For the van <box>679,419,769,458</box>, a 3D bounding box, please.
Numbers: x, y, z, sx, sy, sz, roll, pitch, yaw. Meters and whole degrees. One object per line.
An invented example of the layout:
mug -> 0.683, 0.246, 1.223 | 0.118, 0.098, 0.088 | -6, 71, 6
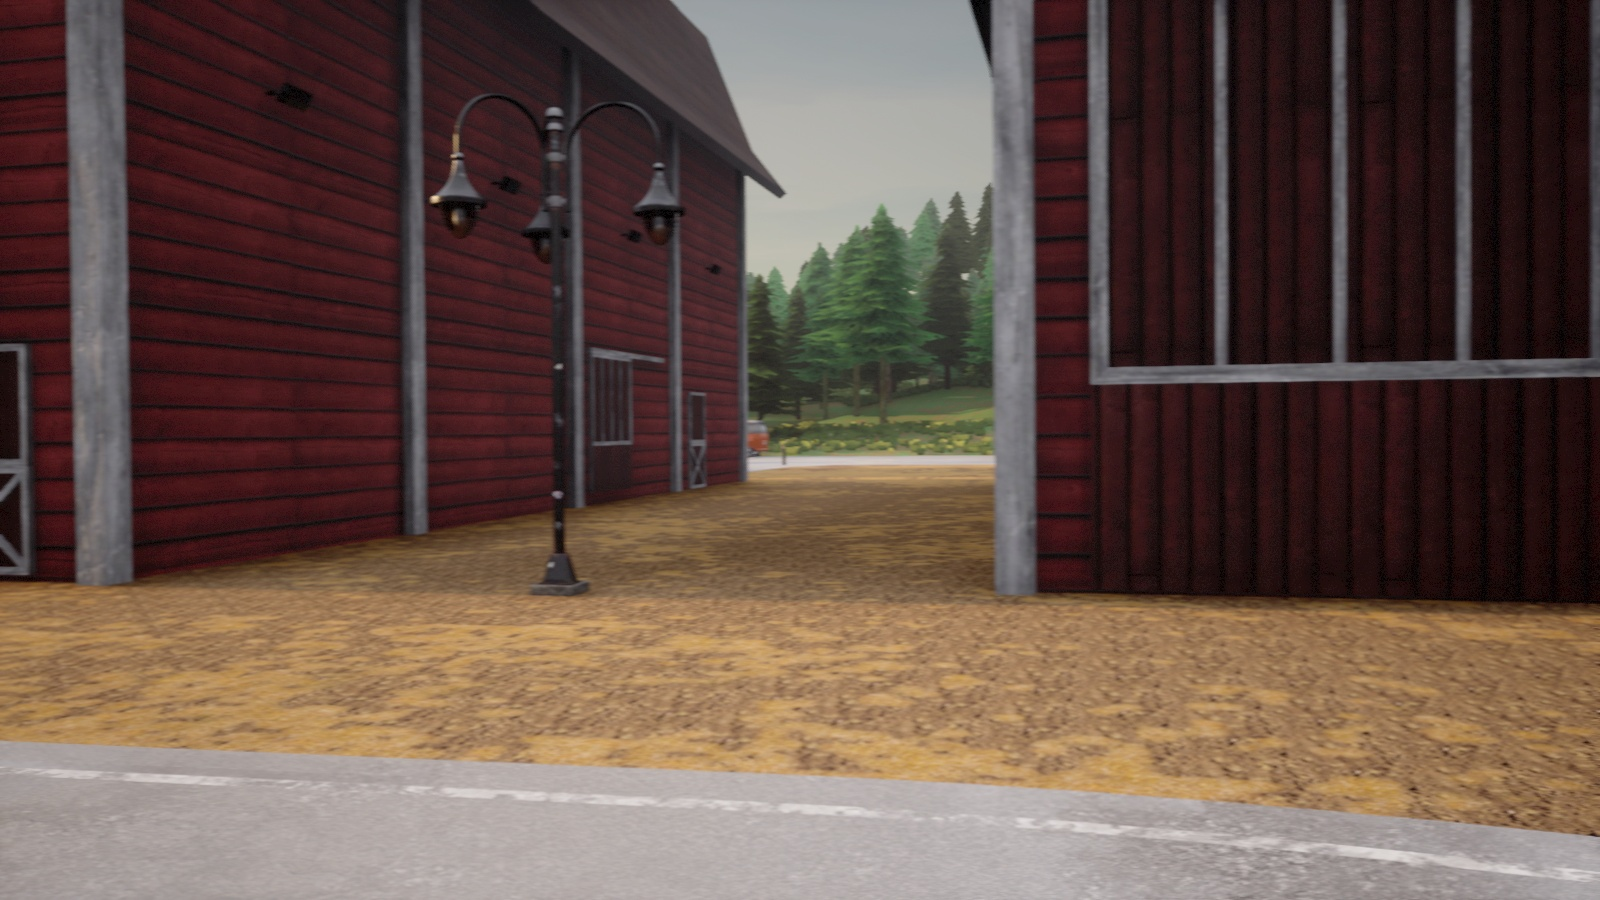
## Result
van -> -4.029, -0.615, 66.705 | 4.442, 1.987, 1.775 | 0, 1, 14
